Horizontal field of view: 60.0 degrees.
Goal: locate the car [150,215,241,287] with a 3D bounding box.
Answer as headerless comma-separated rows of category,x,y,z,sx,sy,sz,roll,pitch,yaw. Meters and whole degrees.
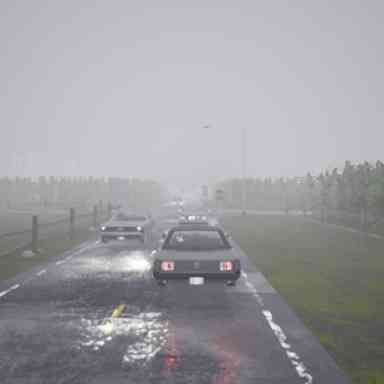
car,0.101,1.561,9.170,1.895,1.301,4.718,0,0,0

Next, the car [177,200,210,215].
car,0.123,1.454,20.767,2.033,1.411,5.357,0,0,1

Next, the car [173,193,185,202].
car,-2.782,1.274,65.963,1.895,1.301,4.718,0,0,0

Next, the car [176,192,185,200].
car,-2.776,0.938,81.104,2.097,1.767,4.553,0,0,0

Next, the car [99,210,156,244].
car,-2.829,1.532,15.493,1.895,1.301,4.718,0,0,0
